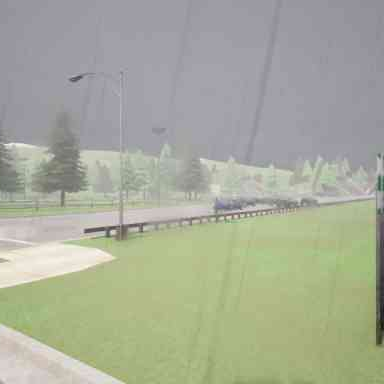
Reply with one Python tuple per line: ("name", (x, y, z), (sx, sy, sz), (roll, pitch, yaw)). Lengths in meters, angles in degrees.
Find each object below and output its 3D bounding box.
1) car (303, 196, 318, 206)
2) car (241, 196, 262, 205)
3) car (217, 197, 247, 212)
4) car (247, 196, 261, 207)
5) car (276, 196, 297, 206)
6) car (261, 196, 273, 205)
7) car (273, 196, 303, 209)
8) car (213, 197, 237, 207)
("car", (19.129, 1.505, 54.266), (1.837, 1.490, 4.892), (0, 0, 35))
("car", (11.002, 1.478, 60.965), (1.882, 1.535, 5.008), (0, 0, 35))
("car", (4.356, 1.525, 39.088), (1.812, 1.442, 4.674), (0, 0, 35))
("car", (8.035, 1.491, 50.530), (2.128, 1.511, 4.902), (0, 0, 35))
("car", (15.717, 1.507, 55.340), (1.837, 1.490, 4.892), (0, 1, 35))
("car", (13.869, 1.491, 58.958), (2.128, 1.511, 4.902), (0, 0, 35))
("car", (13.265, 1.505, 45.806), (1.837, 1.490, 4.892), (0, 0, 35))
("car", (5.338, 1.564, 52.767), (1.994, 1.385, 4.181), (0, 0, 35))
